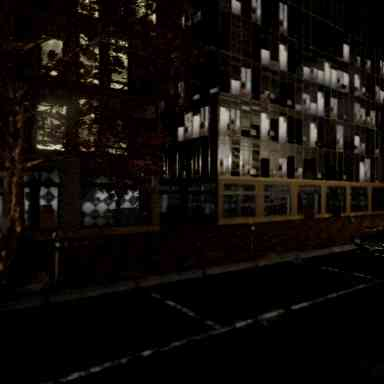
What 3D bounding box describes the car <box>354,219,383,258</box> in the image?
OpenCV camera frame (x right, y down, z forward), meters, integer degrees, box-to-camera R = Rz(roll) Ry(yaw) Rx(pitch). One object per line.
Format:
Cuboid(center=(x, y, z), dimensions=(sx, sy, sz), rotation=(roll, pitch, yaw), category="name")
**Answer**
Cuboid(center=(7.565, 1.608, 11.966), dimensions=(4.403, 1.369, 2.008), rotation=(0, 0, -36), category="car")
